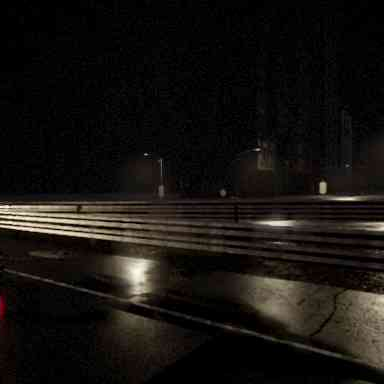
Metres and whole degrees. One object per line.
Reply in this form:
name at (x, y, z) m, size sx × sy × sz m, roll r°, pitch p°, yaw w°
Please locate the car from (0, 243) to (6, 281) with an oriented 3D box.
car at (-6.717, 1.524, 8.651) m, size 4.856 × 1.649 × 2.033 m, roll -1°, pitch 0°, yaw 35°
